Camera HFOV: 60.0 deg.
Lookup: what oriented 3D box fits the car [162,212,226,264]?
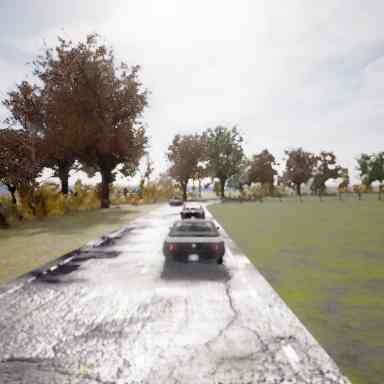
[{"bbox_3d":[0.070,1.616,11.885,1.895,1.301,4.718,0,0,0],"label":"car"}]

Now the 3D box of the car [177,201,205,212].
[{"bbox_3d":[0.078,1.621,26.895,1.895,1.301,4.718,0,0,0],"label":"car"}]

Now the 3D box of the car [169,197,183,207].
[{"bbox_3d":[-2.425,1.461,51.473,1.882,1.535,5.008,0,0,4],"label":"car"}]
